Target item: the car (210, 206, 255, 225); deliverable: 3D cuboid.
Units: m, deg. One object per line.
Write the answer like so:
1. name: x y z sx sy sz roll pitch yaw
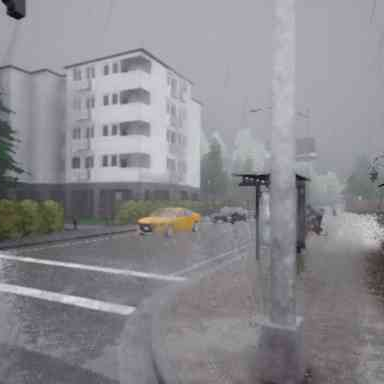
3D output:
1. car: 3.356 1.925 28.048 2.033 1.411 5.357 0 -1 28

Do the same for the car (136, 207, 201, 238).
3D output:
1. car: -1.207 1.659 19.284 1.882 1.535 5.008 0 -1 27

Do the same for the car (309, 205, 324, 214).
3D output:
1. car: 17.721 2.555 47.665 2.033 1.411 5.357 0 -1 28

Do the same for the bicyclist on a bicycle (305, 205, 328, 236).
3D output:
1. bicyclist on a bicycle: 6.277 1.505 17.459 1.656 1.620 0.582 0 -1 27
